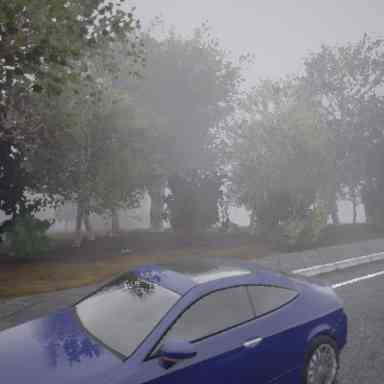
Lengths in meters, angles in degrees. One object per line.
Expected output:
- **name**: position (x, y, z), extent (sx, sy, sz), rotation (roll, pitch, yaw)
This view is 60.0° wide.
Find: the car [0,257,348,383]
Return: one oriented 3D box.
- **car**: position (-0.170, 1.527, 3.559), extent (4.674, 1.442, 1.812), rotation (0, 0, -35)
